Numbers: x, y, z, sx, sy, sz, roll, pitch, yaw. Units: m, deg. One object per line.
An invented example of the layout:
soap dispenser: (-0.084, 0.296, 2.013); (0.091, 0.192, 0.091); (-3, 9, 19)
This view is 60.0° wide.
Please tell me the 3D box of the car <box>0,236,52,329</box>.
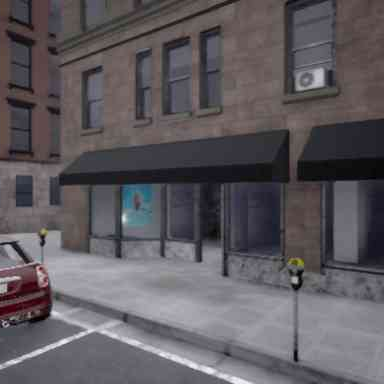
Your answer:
car: (-4.375, 1.436, 5.930); (4.097, 1.590, 1.967); (0, 0, 35)
